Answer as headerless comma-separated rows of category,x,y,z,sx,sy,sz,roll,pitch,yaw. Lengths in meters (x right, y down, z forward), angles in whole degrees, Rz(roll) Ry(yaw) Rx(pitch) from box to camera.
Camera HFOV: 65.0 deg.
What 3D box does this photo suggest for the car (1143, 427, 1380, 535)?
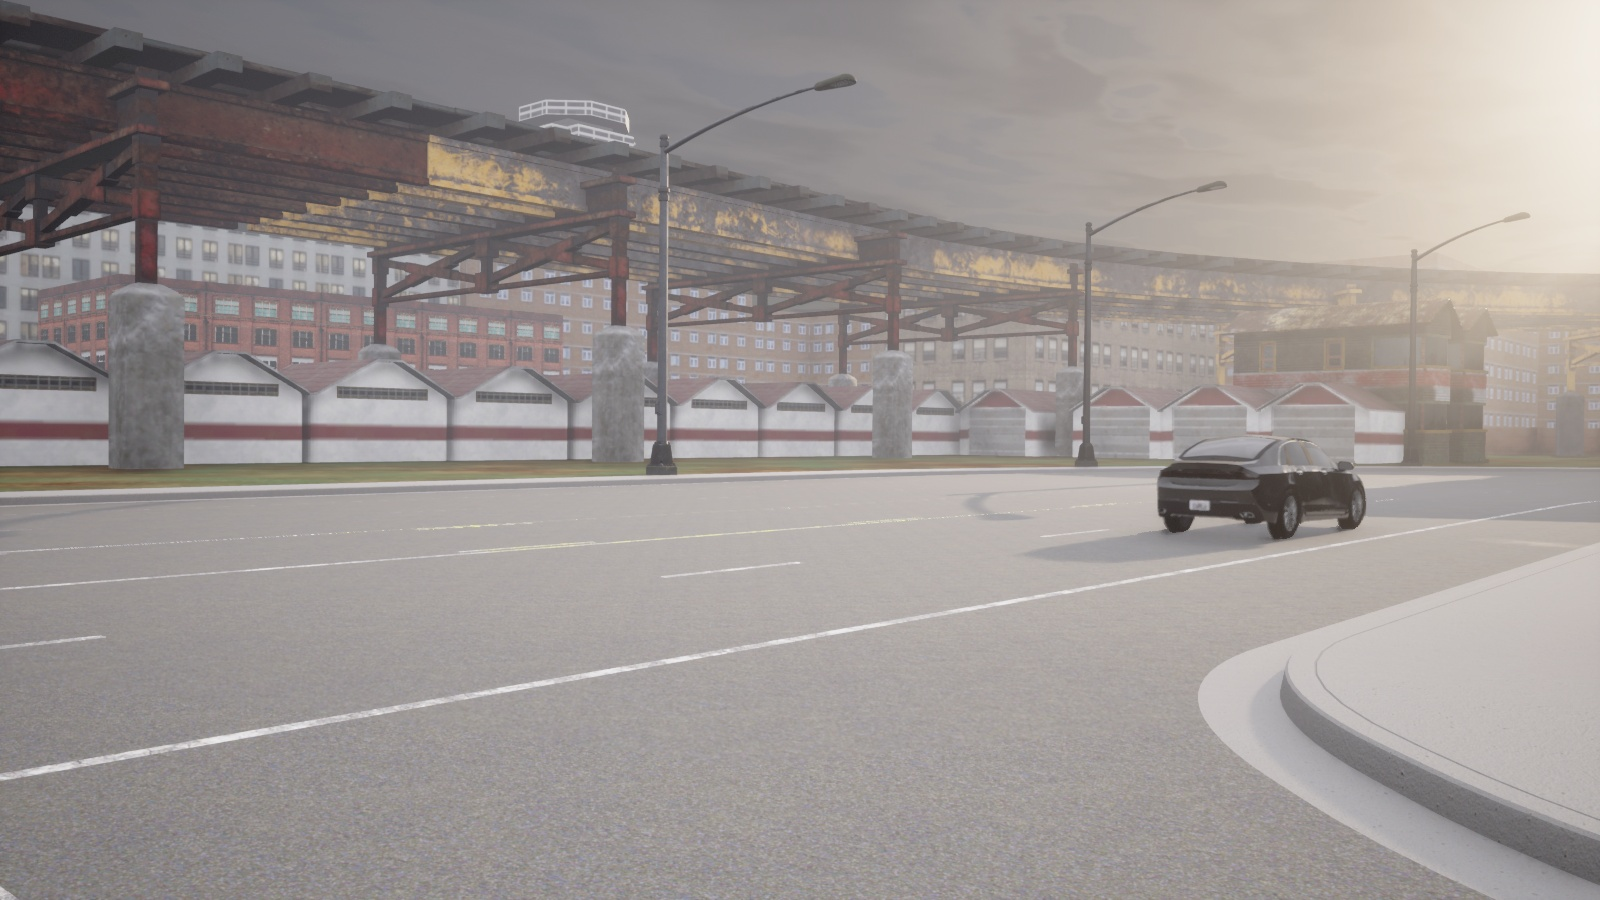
car,7.409,0.398,19.858,1.837,1.490,4.892,0,1,42
